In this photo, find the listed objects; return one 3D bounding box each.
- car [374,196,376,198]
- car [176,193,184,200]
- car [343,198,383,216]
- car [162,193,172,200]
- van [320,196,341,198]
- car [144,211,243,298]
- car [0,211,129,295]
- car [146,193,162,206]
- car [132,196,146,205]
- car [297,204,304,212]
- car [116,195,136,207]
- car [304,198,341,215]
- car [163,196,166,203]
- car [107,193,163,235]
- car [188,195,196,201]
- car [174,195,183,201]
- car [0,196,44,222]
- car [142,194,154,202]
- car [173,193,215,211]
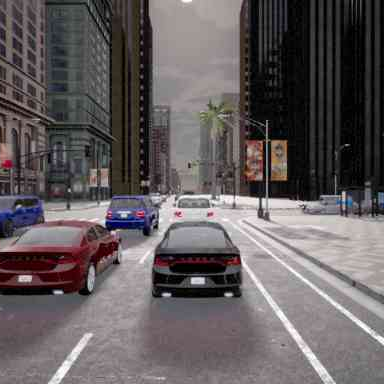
[{"bbox_3d":[23.993,1.197,37.094,5.566,2.045,2.150,0,0,0],"label":"car"},{"bbox_3d":[-3.274,1.193,91.995,2.097,1.767,4.553,0,0,0],"label":"car"},{"bbox_3d":[17.062,1.548,31.232,4.403,1.369,2.008,0,0,0],"label":"car"},{"bbox_3d":[-6.523,1.145,86.190,2.128,1.511,4.902,0,0,0],"label":"car"},{"bbox_3d":[17.056,1.314,39.756,3.998,1.788,1.690,0,0,0],"label":"van"},{"bbox_3d":[0.097,1.477,8.573,1.882,1.535,5.008,0,0,0],"label":"car"},{"bbox_3d":[-3.152,1.477,8.727,1.882,1.535,5.008,0,0,0],"label":"car"},{"bbox_3d":[-6.602,1.222,57.969,2.150,2.045,5.566,0,0,0],"label":"car"},{"bbox_3d":[-9.832,1.529,61.642,1.812,1.442,4.674,0,1,1],"label":"car"},{"bbox_3d":[14.235,1.583,37.093,4.718,1.301,1.895,0,0,0],"label":"car"},{"bbox_3d":[-9.887,1.353,50.340,2.097,1.767,4.553,0,0,1],"label":"car"},{"bbox_3d":[14.334,1.593,33.877,4.718,1.301,1.895,0,0,0],"label":"car"},{"bbox_3d":[-5.156,1.493,42.303,2.128,1.511,4.902,0,0,-17],"label":"car"},{"bbox_3d":[-3.184,1.221,18.592,2.150,2.045,5.566,0,0,2],"label":"car"},{"bbox_3d":[-0.022,1.505,83.199,1.837,1.490,4.892,0,0,0],"label":"car"},{"bbox_3d":[-3.272,1.496,81.605,1.837,1.490,4.892,0,0,0],"label":"car"},{"bbox_3d":[-9.843,1.222,17.625,2.150,2.045,5.566,0,0,0],"label":"car"},{"bbox_3d":[-9.770,1.359,73.954,2.097,1.767,4.553,0,0,0],"label":"car"},{"bbox_3d":[0.097,1.221,18.533,2.150,2.045,5.566,0,0,0],"label":"car"}]
